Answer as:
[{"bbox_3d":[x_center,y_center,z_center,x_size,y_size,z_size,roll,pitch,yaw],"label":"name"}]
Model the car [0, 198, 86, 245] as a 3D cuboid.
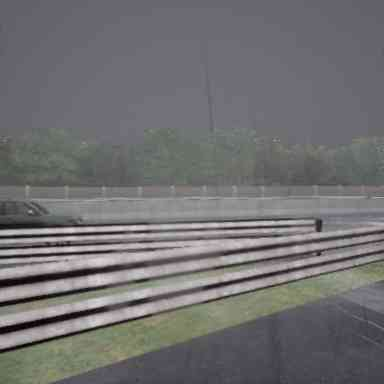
[{"bbox_3d":[-7.009,1.237,13.086,5.566,2.045,2.150,0,0,-16],"label":"car"}]
